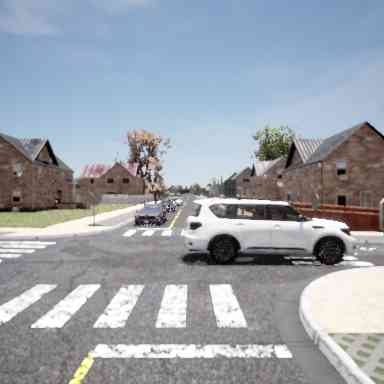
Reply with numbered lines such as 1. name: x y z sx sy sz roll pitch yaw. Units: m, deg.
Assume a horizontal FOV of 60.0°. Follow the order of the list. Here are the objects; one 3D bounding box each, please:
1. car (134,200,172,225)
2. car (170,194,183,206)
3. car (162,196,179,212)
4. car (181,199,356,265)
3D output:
1. car: -2.910 1.574 24.525 2.033 1.411 5.357 0 0 2
2. car: -2.824 1.280 57.405 2.150 2.045 5.566 0 0 0
3. car: -2.876 1.544 38.587 1.837 1.490 4.892 0 0 0
4. car: 2.512 1.275 11.314 5.566 2.045 2.150 1 -1 -1
